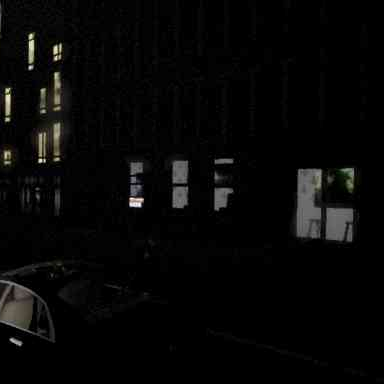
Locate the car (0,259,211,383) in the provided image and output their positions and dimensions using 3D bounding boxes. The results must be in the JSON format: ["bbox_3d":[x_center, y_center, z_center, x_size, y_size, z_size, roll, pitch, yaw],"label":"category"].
[{"bbox_3d":[-1.852,1.549,4.179,4.403,1.369,2.008,0,1,36],"label":"car"}]
